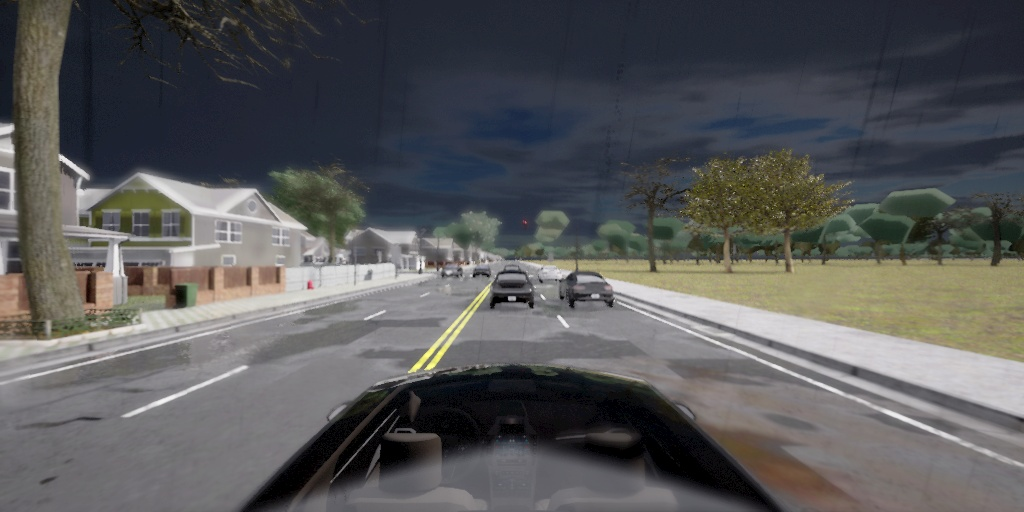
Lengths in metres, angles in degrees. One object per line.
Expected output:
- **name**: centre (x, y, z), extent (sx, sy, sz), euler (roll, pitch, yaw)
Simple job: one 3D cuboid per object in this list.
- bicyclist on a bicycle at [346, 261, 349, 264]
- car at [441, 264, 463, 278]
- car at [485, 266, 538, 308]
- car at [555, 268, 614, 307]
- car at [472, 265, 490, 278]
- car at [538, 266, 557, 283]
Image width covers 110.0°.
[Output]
- **bicyclist on a bicycle**: centre (-24.632, 1.584, 53.630), extent (0.582, 1.620, 1.656), euler (0, 0, 0)
- **car**: centre (-6.498, 1.601, 39.295), extent (2.128, 1.511, 4.902), euler (0, -1, 0)
- **car**: centre (0.008, 1.395, 16.149), extent (1.837, 1.490, 4.892), euler (0, 0, 0)
- **car**: centre (3.259, 1.414, 16.238), extent (1.812, 1.442, 4.674), euler (0, 0, 0)
- **car**: centre (-3.246, 1.657, 39.600), extent (2.033, 1.411, 5.357), euler (0, -1, 0)
- **car**: centre (3.261, 1.556, 31.239), extent (1.812, 1.442, 4.674), euler (0, 0, 0)
